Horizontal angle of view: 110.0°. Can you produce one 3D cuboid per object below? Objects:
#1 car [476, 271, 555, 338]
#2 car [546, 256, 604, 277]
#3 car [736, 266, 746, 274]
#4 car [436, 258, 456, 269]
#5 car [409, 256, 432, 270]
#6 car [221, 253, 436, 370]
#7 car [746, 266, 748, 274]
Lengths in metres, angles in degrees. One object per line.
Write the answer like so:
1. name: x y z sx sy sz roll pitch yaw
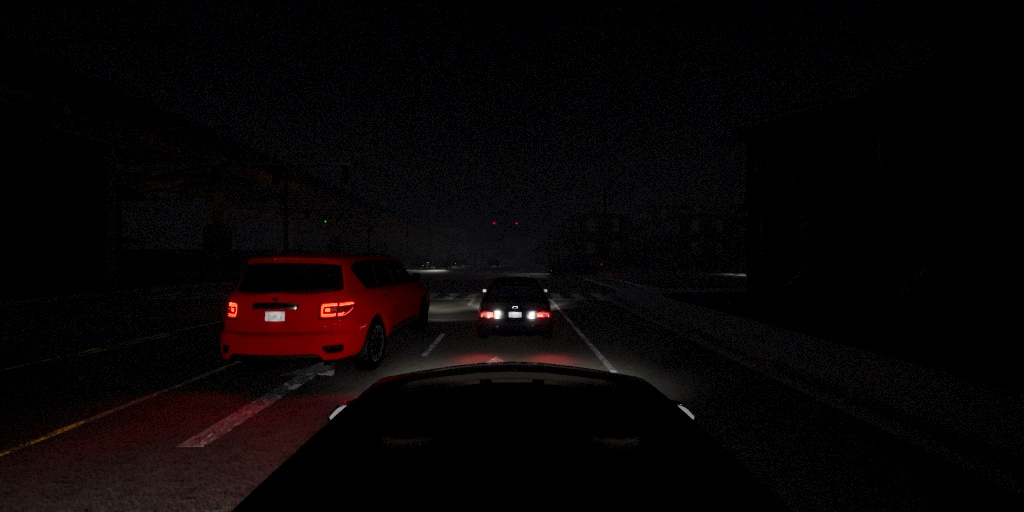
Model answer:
1. car: 0.085 1.297 10.146 2.033 1.411 5.357 0 0 0
2. car: 6.232 0.972 35.552 5.566 2.045 2.150 0 0 -5
3. car: 27.796 1.297 39.393 5.357 1.411 2.033 0 0 0
4. car: -10.563 1.241 55.415 2.128 1.511 4.902 0 0 0
5. car: -14.059 0.971 55.623 2.150 2.045 5.566 0 0 0
6. car: -3.424 0.971 7.893 2.150 2.045 5.566 0 0 0
7. car: 27.025 1.297 35.894 5.357 1.411 2.033 0 0 0
